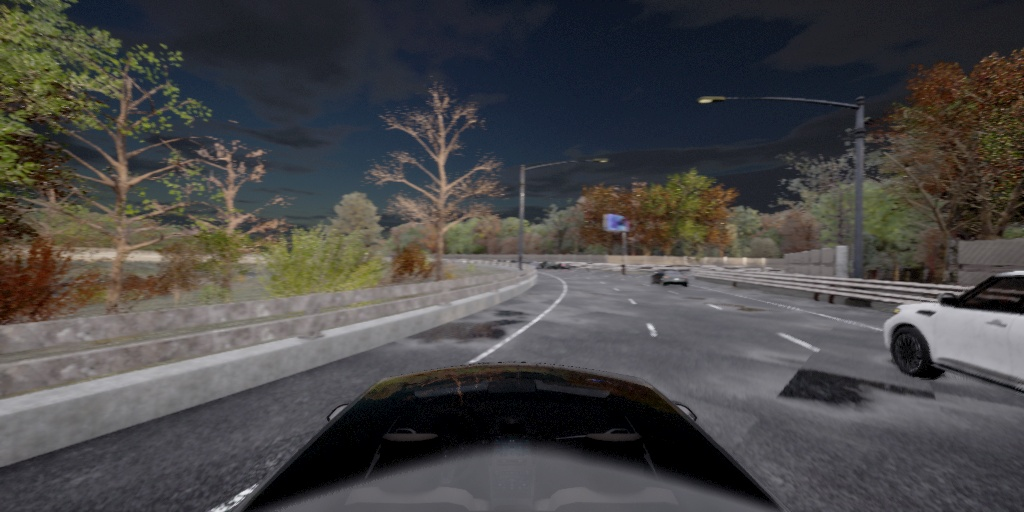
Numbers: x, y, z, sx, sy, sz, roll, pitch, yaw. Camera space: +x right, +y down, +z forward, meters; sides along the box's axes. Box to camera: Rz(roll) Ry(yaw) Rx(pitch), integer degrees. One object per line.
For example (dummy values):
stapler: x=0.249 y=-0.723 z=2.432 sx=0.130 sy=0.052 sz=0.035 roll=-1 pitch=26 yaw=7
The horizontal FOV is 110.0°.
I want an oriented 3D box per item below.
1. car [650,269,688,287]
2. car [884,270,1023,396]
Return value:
car: x=13.009 y=1.802 z=29.914 sx=1.994 sy=1.385 sz=4.181 roll=1 pitch=0 yaw=5
car: x=7.615 y=1.159 z=4.509 sx=2.150 sy=2.045 sz=5.566 roll=1 pitch=0 yaw=19
